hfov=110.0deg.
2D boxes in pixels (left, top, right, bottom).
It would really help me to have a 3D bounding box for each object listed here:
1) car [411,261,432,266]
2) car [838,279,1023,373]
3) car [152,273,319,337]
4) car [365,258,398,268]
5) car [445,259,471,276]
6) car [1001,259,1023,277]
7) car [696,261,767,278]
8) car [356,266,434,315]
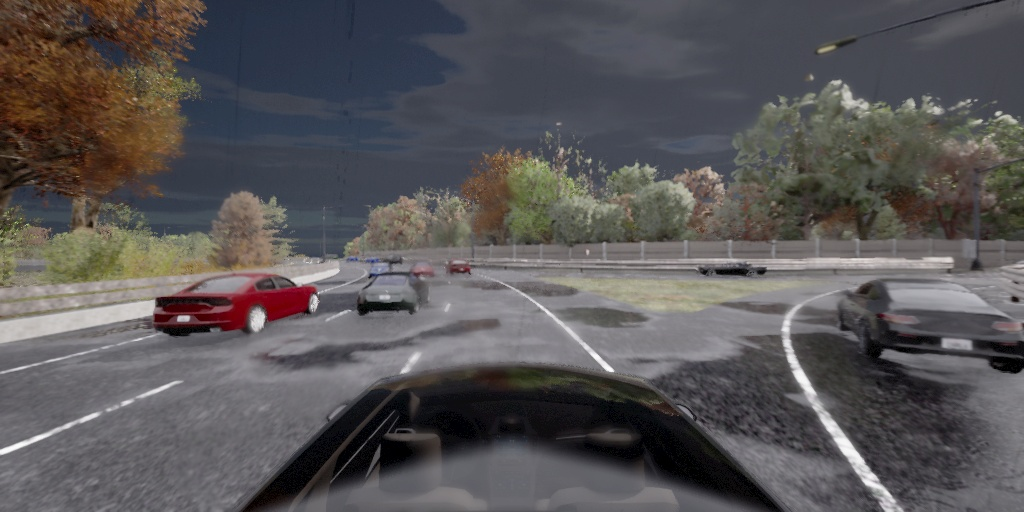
[{"bbox_3d":[-8.440,1.179,33.634,1.994,1.385,4.181,0,0,-17],"label":"car"},{"bbox_3d":[8.265,1.192,7.457,1.812,1.442,4.674,0,0,36],"label":"car"},{"bbox_3d":[-7.464,1.222,10.392,1.882,1.535,5.008,0,0,-5],"label":"car"},{"bbox_3d":[-11.404,1.193,31.442,2.033,1.411,5.357,0,0,-16],"label":"car"},{"bbox_3d":[-5.354,1.065,35.215,1.882,1.535,5.008,0,0,-18],"label":"car"},{"bbox_3d":[35.946,0.926,24.475,4.674,1.442,1.812,0,0,-12],"label":"car"},{"bbox_3d":[17.721,1.084,29.223,4.718,1.301,1.895,0,0,15],"label":"car"},{"bbox_3d":[-4.261,1.271,13.423,1.994,1.385,4.181,0,0,-6],"label":"car"}]
